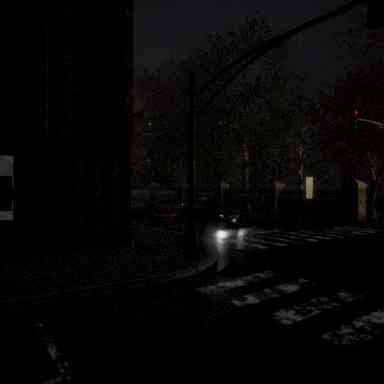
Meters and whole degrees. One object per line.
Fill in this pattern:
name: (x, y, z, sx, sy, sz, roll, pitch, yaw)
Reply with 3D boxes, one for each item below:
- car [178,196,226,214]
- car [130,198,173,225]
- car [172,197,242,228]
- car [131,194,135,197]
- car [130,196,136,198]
car: (0.843, 1.129, 30.546, 1.752, 1.417, 4.829, 1, 0, -36)
car: (-2.580, 1.257, 21.006, 1.802, 1.307, 4.206, 2, 0, -36)
car: (1.001, 1.256, 20.468, 1.812, 1.442, 4.674, 0, 1, -36)
car: (-8.830, 0.863, 43.840, 2.008, 1.369, 4.403, 1, 0, -36)
car: (-5.837, 1.158, 25.482, 1.802, 1.307, 4.206, 2, 0, -36)
